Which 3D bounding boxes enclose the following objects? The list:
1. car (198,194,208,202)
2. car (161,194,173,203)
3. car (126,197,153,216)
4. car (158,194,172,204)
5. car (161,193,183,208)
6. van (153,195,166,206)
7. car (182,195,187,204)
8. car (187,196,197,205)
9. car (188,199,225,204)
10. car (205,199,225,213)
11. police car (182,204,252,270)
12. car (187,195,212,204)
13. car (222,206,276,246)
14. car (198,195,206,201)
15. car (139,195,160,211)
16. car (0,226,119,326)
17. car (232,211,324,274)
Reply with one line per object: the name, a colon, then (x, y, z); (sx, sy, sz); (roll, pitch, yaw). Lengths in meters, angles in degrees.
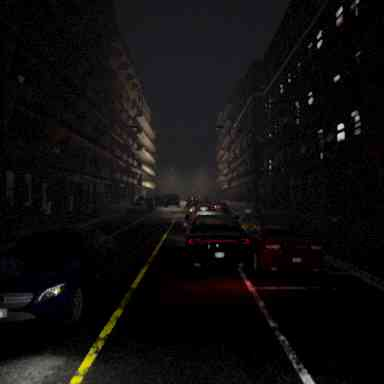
car: (2.565, 1.377, 76.785); (2.192, 1.841, 5.009); (1, 0, 0)
car: (-5.282, 1.363, 71.314); (2.192, 1.841, 5.009); (1, 0, 0)
car: (-5.292, 1.517, 32.431); (1.752, 1.417, 4.829); (2, 0, 0)
car: (-5.283, 1.351, 65.785); (2.192, 1.841, 5.009); (1, 0, 0)
car: (-2.833, 1.224, 48.057); (2.150, 2.045, 5.566); (0, 0, 0)
van: (-5.285, 1.355, 54.724); (1.690, 1.788, 3.998); (1, 0, 0)
car: (0.011, 1.549, 47.448); (2.033, 1.411, 5.357); (0, 0, 0)
car: (0.008, 1.532, 61.808); (1.837, 1.490, 4.892); (0, 0, 0)
car: (0.827, 1.443, 21.276); (1.801, 1.575, 5.366); (0, 0, 0)
car: (2.588, 1.545, 38.069); (2.008, 1.369, 4.403); (1, 0, 0)
police car: (0.710, 1.416, 11.190); (1.930, 1.638, 5.238); (0, 0, 0)
car: (0.827, 1.340, 27.057); (2.097, 1.767, 4.553); (0, 0, 0)
car: (2.587, 1.513, 16.117); (1.752, 1.417, 4.829); (1, 0, 0)
car: (2.563, 1.536, 87.848); (1.967, 1.590, 4.097); (1, 0, 0)
car: (-5.285, 1.309, 38.133); (2.192, 1.841, 5.009); (2, 0, 0)
car: (-2.848, 1.518, 7.209); (1.812, 1.442, 4.674); (0, 0, 0)
car: (2.585, 1.536, 10.415); (1.887, 1.381, 4.507); (1, 0, 0)
